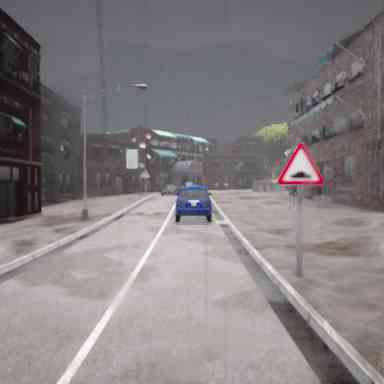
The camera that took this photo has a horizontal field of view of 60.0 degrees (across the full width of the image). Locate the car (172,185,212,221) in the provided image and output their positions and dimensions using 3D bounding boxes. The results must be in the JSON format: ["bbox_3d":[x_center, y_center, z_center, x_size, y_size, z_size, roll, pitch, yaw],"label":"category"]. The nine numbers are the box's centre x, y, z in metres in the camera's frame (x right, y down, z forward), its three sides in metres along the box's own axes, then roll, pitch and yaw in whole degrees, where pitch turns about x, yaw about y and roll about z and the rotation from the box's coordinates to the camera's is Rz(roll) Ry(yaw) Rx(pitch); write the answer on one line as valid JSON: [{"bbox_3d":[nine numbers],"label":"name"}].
[{"bbox_3d":[0.099,0.619,21.370,2.150,2.045,5.566,0,3,0],"label":"car"}]

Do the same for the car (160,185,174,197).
[{"bbox_3d":[-2.645,-0.192,41.814,1.994,1.385,4.181,0,3,8],"label":"car"}]

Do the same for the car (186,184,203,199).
[{"bbox_3d":[0.318,-0.113,39.596,1.812,1.442,4.674,0,3,3],"label":"car"}]
